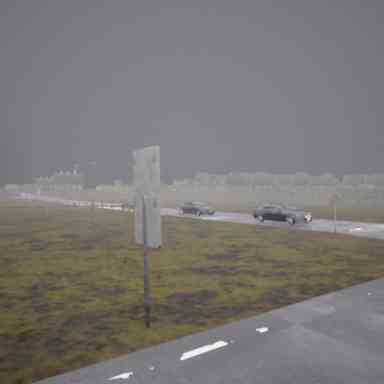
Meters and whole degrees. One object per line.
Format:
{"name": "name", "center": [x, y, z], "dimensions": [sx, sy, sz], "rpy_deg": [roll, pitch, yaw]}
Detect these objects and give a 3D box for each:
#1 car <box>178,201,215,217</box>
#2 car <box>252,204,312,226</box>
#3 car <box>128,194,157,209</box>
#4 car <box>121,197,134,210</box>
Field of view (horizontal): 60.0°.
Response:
{"name": "car", "center": [0.421, 1.711, 34.568], "dimensions": [1.837, 1.490, 4.892], "rpy_deg": [-2, 1, -35]}
{"name": "car", "center": [6.833, 1.680, 25.565], "dimensions": [2.128, 1.511, 4.902], "rpy_deg": [-2, 1, -35]}
{"name": "car", "center": [-7.629, 1.357, 50.933], "dimensions": [2.150, 2.045, 5.566], "rpy_deg": [-2, 1, -35]}
{"name": "car", "center": [-8.352, 1.766, 46.927], "dimensions": [1.994, 1.385, 4.181], "rpy_deg": [-2, 1, -35]}
